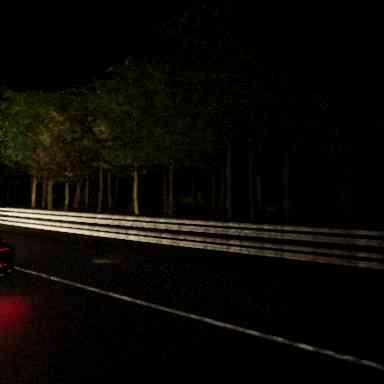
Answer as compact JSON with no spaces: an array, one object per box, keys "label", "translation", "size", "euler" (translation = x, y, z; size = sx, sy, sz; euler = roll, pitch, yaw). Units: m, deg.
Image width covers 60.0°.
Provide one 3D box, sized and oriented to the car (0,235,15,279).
[{"label":"car","translation":[-6.586,1.532,8.919],"size":[4.892,1.490,1.837],"euler":[0,0,37]}]
